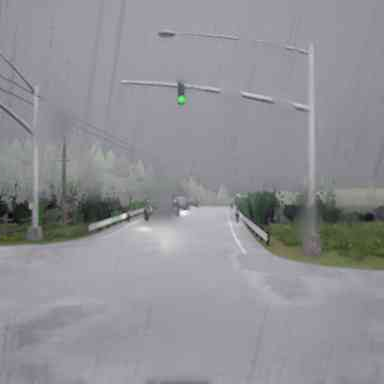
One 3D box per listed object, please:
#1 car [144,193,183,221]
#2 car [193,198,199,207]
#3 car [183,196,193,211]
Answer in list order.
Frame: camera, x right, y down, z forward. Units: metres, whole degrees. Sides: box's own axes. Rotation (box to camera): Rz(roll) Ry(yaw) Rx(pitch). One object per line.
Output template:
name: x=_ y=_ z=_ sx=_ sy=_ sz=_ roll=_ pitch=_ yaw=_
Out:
car: x=-2.337 y=1.146 z=27.127 sx=2.150 sy=2.045 sz=5.566 roll=0 pitch=2 yaw=6
car: x=-0.063 y=1.517 z=48.200 sx=2.033 sy=1.411 sz=5.357 roll=0 pitch=-2 yaw=7
car: x=-1.340 y=1.262 z=37.437 sx=1.837 sy=1.490 sz=4.892 roll=0 pitch=0 yaw=6
